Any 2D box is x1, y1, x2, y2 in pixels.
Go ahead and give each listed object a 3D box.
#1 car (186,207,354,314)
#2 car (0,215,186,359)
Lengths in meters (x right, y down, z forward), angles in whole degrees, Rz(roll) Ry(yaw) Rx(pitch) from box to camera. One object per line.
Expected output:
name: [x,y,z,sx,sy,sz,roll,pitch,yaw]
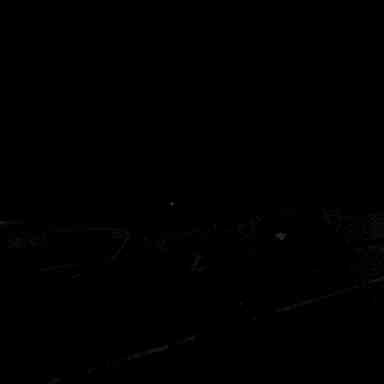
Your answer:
car: [1.789,1.311,7.806,5.009,1.841,2.192,0,0,-36]
car: [-2.803,1.315,4.531,5.009,1.841,2.192,0,0,-36]
